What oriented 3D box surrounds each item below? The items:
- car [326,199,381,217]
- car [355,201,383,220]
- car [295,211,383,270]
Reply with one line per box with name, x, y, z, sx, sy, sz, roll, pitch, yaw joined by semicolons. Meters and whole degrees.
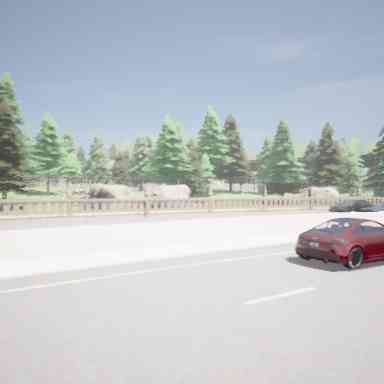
car;14.799;1.438;30.521;4.674;1.442;1.812;0;0;-19
car;16.301;1.474;27.392;5.357;1.411;2.033;0;0;-19
car;5.400;1.532;10.887;4.181;1.385;1.994;0;0;-29
